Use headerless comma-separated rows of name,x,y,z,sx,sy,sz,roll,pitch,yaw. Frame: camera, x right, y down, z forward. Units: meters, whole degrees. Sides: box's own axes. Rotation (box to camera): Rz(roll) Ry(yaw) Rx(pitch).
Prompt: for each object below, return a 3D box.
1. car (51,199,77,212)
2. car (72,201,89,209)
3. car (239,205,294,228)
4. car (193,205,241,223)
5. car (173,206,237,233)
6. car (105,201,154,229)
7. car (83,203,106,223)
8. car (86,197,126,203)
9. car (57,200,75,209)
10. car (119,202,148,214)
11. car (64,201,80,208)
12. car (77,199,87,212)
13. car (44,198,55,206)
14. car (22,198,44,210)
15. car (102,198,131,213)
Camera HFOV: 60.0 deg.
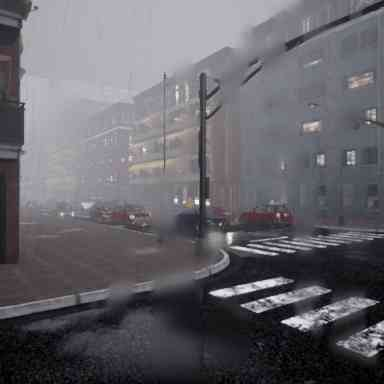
car,-19.202,2.179,49.655,1.837,1.490,4.892,0,-1,-35
car,-20.274,2.325,60.414,1.802,1.307,4.206,-1,0,-35
car,5.243,1.638,24.095,1.967,1.590,4.097,-1,0,-35
car,2.053,1.849,28.633,1.802,1.307,4.206,-1,0,-35
car,0.545,1.759,21.371,1.994,1.385,4.181,0,-1,-35
car,-4.389,1.694,24.083,1.967,1.590,4.097,-1,0,-35
car,-7.576,1.904,28.624,1.802,1.307,4.206,-1,0,-35
car,-9.097,1.754,35.102,2.097,1.767,4.553,0,-1,-35
car,-22.519,2.270,59.332,1.812,1.442,4.674,0,-1,-35
car,-7.518,2.037,42.252,1.947,1.339,4.313,-1,0,-35
car,-23.463,2.376,64.955,1.947,1.339,4.313,-1,0,-35
car,-14.044,1.786,47.280,2.150,2.045,5.566,0,-1,-34
car,-33.035,2.327,78.577,2.192,1.841,5.009,-1,0,-35
car,-26.713,2.170,55.868,1.967,1.590,4.097,-1,0,-35
car,-10.711,1.855,46.793,2.192,1.841,5.009,-1,0,-35
